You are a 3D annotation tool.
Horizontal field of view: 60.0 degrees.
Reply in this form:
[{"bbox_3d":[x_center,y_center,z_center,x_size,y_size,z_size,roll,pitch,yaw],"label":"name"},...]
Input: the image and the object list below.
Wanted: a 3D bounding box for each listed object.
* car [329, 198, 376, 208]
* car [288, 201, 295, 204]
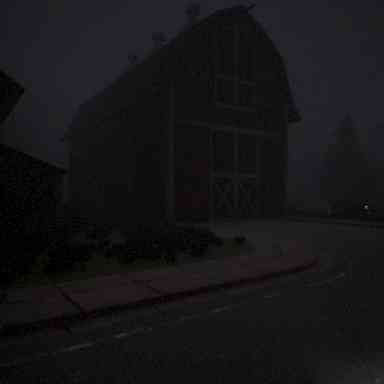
[{"bbox_3d":[16.314,1.497,33.806,2.097,1.767,4.553,0,0,-35],"label":"car"},{"bbox_3d":[11.117,1.641,41.348,2.128,1.511,4.902,0,0,-34],"label":"car"}]
